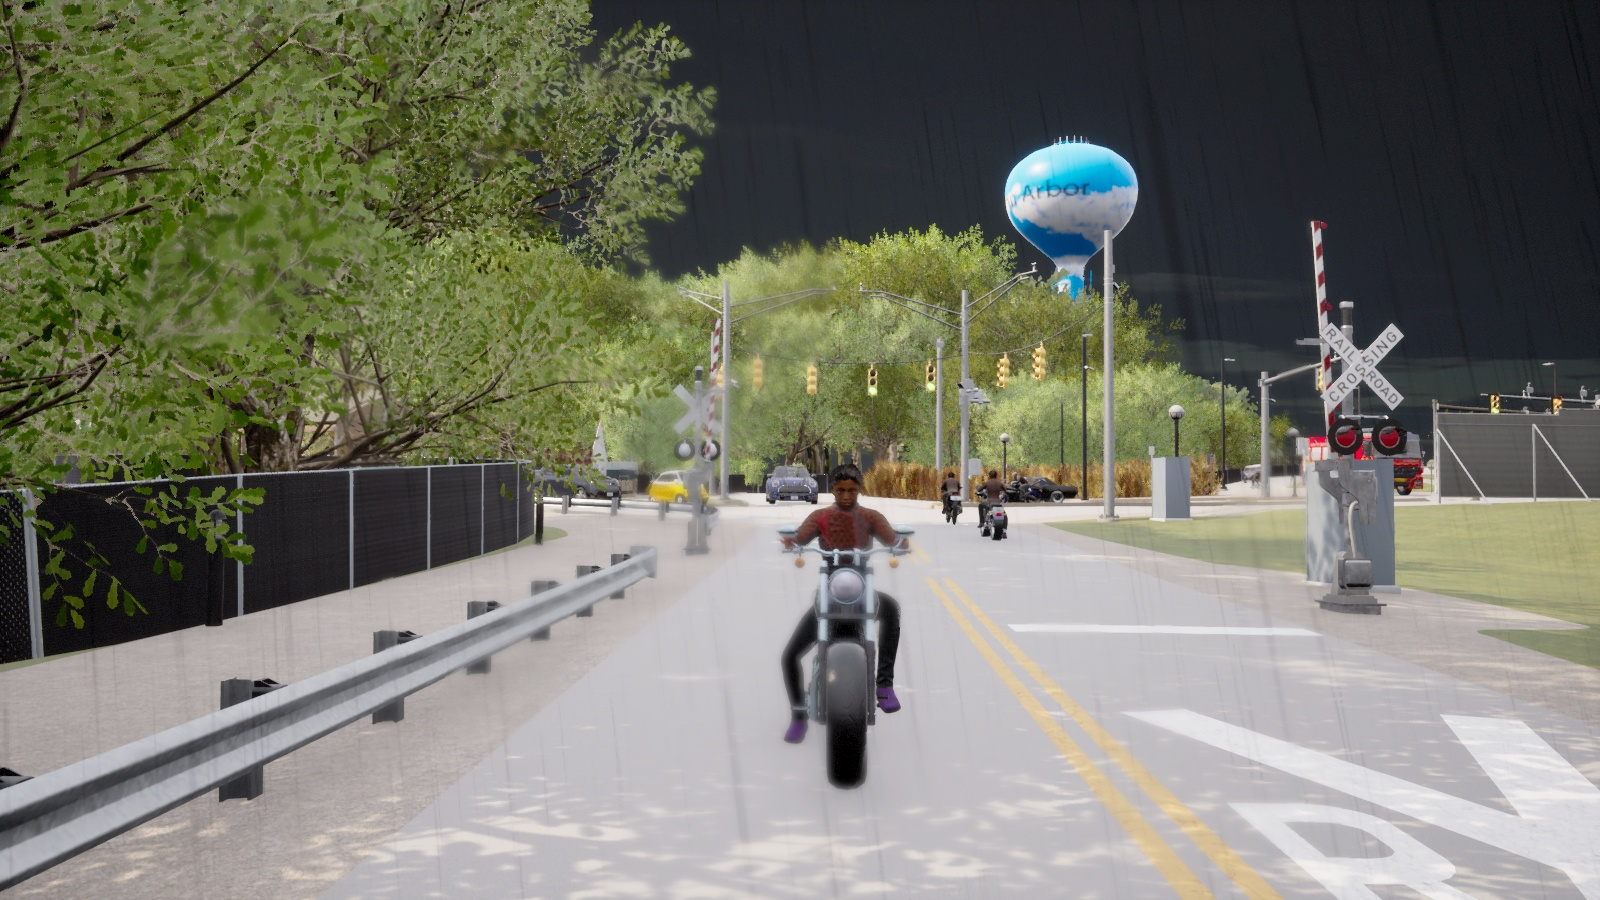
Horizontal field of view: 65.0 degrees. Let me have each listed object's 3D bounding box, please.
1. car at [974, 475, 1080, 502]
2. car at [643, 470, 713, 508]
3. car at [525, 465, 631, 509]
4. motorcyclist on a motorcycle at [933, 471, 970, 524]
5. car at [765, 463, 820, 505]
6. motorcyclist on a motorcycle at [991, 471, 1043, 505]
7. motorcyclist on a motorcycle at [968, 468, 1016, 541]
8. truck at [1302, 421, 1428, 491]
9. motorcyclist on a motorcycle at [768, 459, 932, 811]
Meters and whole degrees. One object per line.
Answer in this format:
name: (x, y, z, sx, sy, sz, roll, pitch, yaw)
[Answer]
car: (10.907, 1.855, 60.601, 4.718, 1.301, 1.895, 0, -1, -4)
car: (-4.655, 1.502, 47.848, 2.207, 1.376, 1.481, -2, -3, 34)
car: (-7.950, 1.329, 44.832, 3.633, 1.501, 1.845, -1, -3, 41)
motorcyclist on a motorcycle: (4.423, 1.371, 36.725, 0.797, 1.523, 2.044, 1, -1, 0)
car: (-0.371, 1.471, 55.251, 2.097, 1.767, 4.553, 0, -1, -4)
motorcyclist on a motorcycle: (9.857, 1.730, 57.019, 2.191, 1.530, 0.866, 0, -1, -4)
motorcyclist on a motorcycle: (4.471, 1.243, 29.341, 0.766, 1.649, 2.350, 1, -1, 0)
truck: (32.605, 0.409, 72.907, 2.891, 3.827, 8.468, 0, -1, -5)
motorcyclist on a motorcycle: (0.270, 0.884, 7.085, 0.766, 1.649, 2.350, 0, -1, 2)
